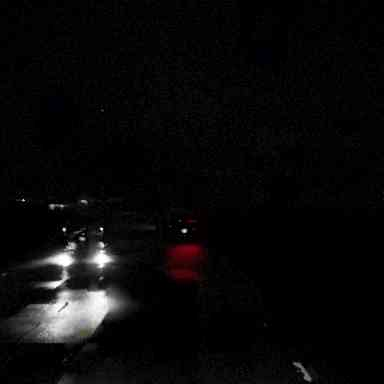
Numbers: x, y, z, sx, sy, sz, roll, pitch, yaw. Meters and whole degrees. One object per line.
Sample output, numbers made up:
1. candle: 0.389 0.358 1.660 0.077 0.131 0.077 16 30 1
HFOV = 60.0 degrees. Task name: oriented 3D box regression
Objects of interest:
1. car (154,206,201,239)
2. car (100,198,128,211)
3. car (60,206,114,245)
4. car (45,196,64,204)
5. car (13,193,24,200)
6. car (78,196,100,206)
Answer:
1. car: -0.812 1.490 17.276 1.837 1.490 4.892 0 0 -12
2. car: -8.746 1.373 37.972 1.882 1.535 5.008 1 0 -28
3. car: -4.835 1.579 15.575 1.895 1.301 4.718 0 0 -11
4. car: -22.110 1.282 53.455 1.895 1.301 4.718 1 0 -36
5. car: -41.827 1.078 80.105 1.882 1.535 5.008 1 -1 -37
6. car: -15.367 1.337 49.797 2.033 1.411 5.357 1 0 -37
